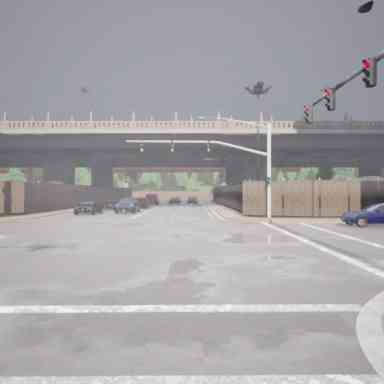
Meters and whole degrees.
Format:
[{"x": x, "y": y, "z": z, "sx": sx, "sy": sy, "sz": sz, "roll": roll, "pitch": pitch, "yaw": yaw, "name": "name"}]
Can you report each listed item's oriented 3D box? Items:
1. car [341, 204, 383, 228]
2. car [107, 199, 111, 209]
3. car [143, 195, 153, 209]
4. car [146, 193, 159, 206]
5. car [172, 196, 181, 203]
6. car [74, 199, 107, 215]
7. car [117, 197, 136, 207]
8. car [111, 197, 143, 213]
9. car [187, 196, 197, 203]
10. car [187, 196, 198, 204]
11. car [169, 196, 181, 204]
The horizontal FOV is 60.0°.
[{"x": 12.056, "y": 1.481, "z": 21.321, "sx": 4.674, "sy": 1.442, "sz": 1.812, "roll": 0, "pitch": 0, "yaw": 1, "name": "car"}, {"x": -10.532, "y": 1.586, "z": 42.451, "sx": 1.994, "sy": 1.385, "sz": 4.181, "roll": 0, "pitch": 0, "yaw": 0, "name": "car"}, {"x": -7.023, "y": 1.501, "z": 45.734, "sx": 1.882, "sy": 1.535, "sz": 5.008, "roll": 0, "pitch": 0, "yaw": 0, "name": "car"}, {"x": -6.999, "y": 1.253, "z": 57.512, "sx": 2.150, "sy": 2.045, "sz": 5.566, "roll": 0, "pitch": 0, "yaw": 0, "name": "car"}, {"x": -3.398, "y": 1.632, "z": 73.838, "sx": 1.895, "sy": 1.301, "sz": 4.718, "roll": 0, "pitch": 0, "yaw": 0, "name": "car"}, {"x": -10.538, "y": 1.581, "z": 34.068, "sx": 1.994, "sy": 1.385, "sz": 4.181, "roll": 0, "pitch": 0, "yaw": 1, "name": "car"}, {"x": -10.511, "y": 1.520, "z": 53.958, "sx": 2.128, "sy": 1.511, "sz": 4.902, "roll": 0, "pitch": 0, "yaw": 0, "name": "car"}, {"x": -7.038, "y": 1.371, "z": 36.506, "sx": 2.097, "sy": 1.767, "sz": 4.553, "roll": 0, "pitch": 0, "yaw": 0, "name": "car"}, {"x": 0.102, "y": 1.562, "z": 73.803, "sx": 2.128, "sy": 1.511, "sz": 4.902, "roll": 0, "pitch": 0, "yaw": 0, "name": "car"}, {"x": 0.088, "y": 1.633, "z": 63.477, "sx": 1.895, "sy": 1.301, "sz": 4.718, "roll": 0, "pitch": 0, "yaw": 0, "name": "car"}, {"x": -3.412, "y": 1.633, "z": 63.845, "sx": 1.895, "sy": 1.301, "sz": 4.718, "roll": 0, "pitch": 0, "yaw": 0, "name": "car"}]
